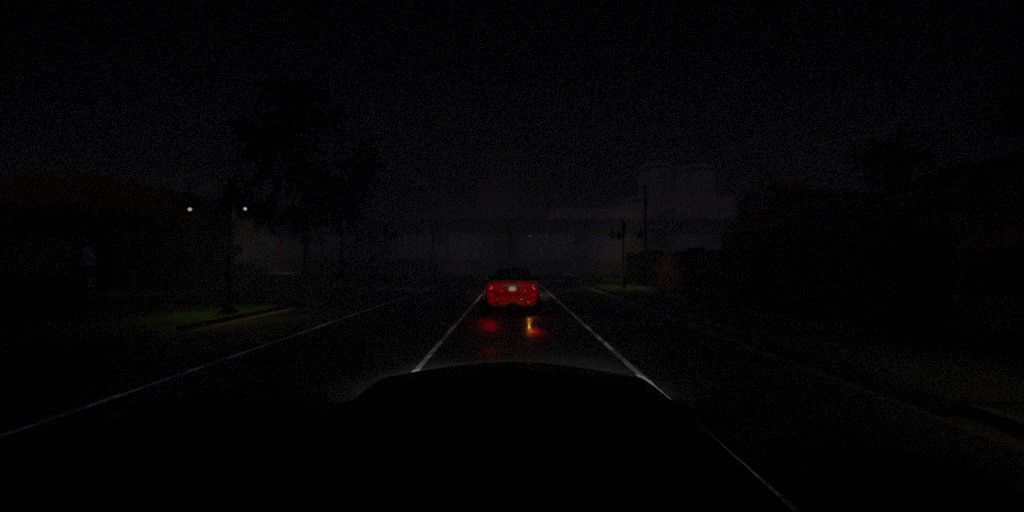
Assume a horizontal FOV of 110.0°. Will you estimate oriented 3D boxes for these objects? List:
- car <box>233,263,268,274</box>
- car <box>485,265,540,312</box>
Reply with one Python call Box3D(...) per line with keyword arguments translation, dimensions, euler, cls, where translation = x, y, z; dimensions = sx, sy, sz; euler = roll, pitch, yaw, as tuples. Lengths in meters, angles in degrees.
Box3D(translation=(-38.346, 1.790, 52.333), dimensions=(4.902, 1.511, 2.128), euler=(0, -1, 2), cls="car")
Box3D(translation=(0.027, 1.248, 15.260), dimensions=(2.097, 1.767, 4.553), euler=(0, -1, 0), cls="car")
